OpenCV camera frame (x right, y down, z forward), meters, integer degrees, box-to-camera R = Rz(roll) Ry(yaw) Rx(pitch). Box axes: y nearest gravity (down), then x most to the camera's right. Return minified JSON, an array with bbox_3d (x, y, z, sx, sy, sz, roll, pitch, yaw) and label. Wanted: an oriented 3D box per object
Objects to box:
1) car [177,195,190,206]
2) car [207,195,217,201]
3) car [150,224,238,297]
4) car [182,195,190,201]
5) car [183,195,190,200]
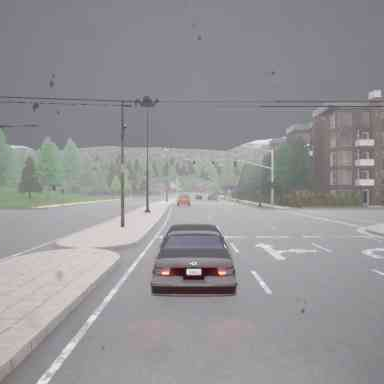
[{"bbox_3d":[-1.358,1.351,54.503,2.097,1.767,4.553,0,0,-1],"label":"car"},{"bbox_3d":[5.478,1.538,85.374,2.033,1.411,5.357,0,0,0],"label":"car"},{"bbox_3d":[0.042,1.547,8.758,2.033,1.411,5.357,0,0,0],"label":"car"},{"bbox_3d":[-1.522,1.522,85.328,1.812,1.442,4.674,0,0,0],"label":"car"},{"bbox_3d":[-1.546,1.570,95.643,1.895,1.301,4.718,0,0,0],"label":"car"}]
